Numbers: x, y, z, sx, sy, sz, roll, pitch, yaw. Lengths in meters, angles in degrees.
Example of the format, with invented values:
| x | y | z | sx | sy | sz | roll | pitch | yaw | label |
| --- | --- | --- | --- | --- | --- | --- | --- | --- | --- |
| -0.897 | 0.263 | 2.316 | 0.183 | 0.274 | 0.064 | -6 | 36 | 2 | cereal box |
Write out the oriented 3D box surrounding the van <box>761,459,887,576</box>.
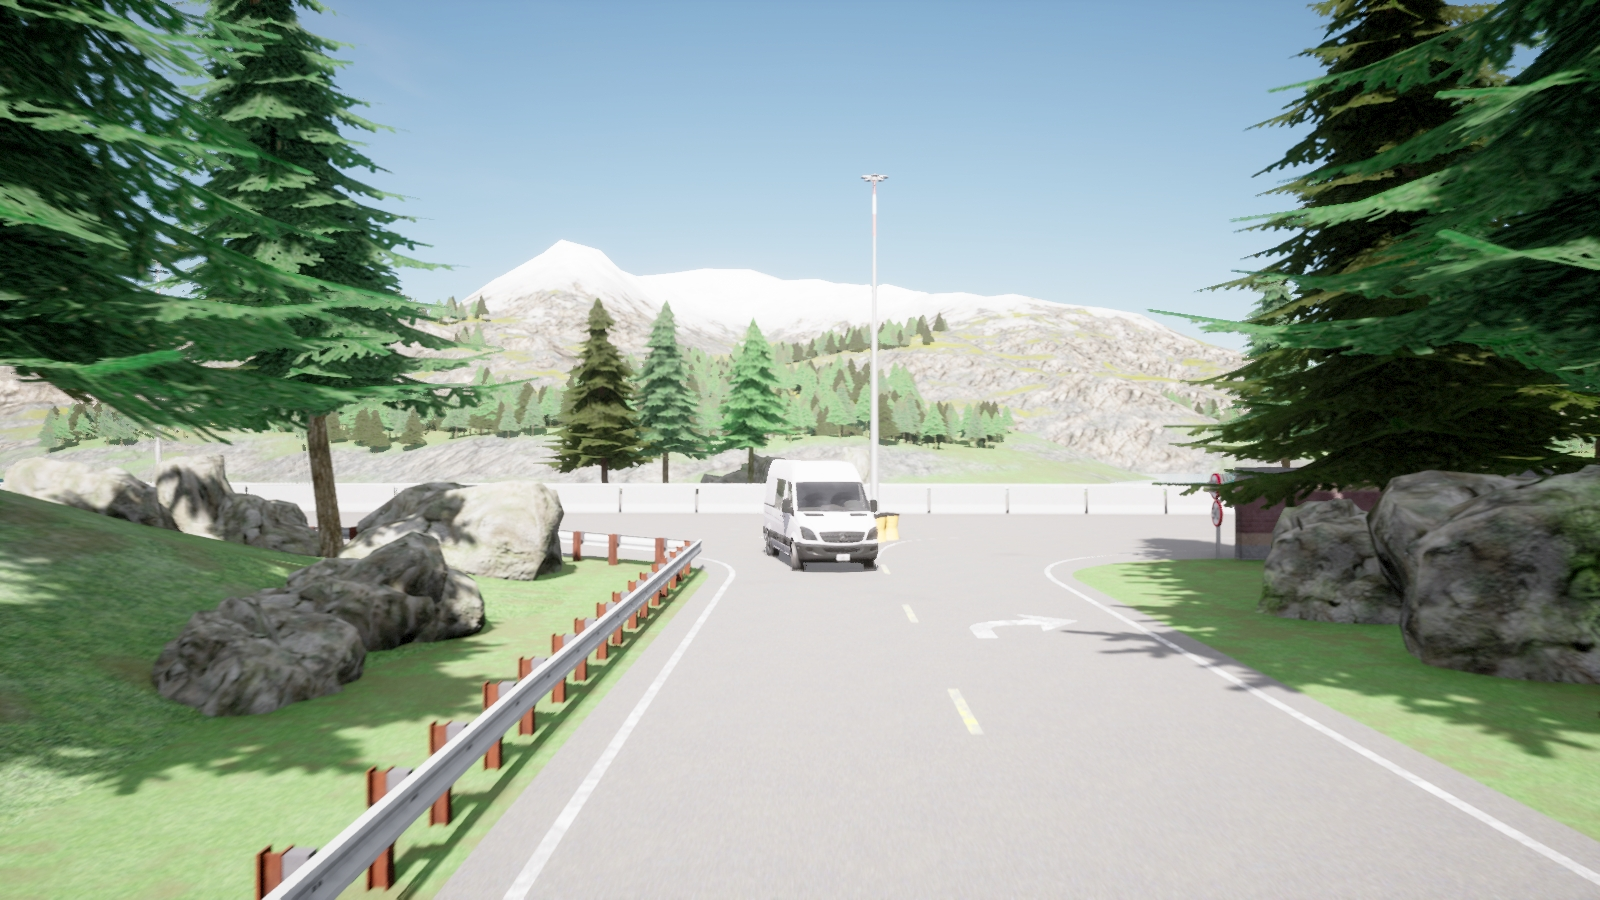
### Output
| x | y | z | sx | sy | sz | roll | pitch | yaw | label |
| --- | --- | --- | --- | --- | --- | --- | --- | --- | --- |
| 0.450 | 1.534 | 28.572 | 1.988 | 2.561 | 5.915 | 0 | 0 | -10 | van |
